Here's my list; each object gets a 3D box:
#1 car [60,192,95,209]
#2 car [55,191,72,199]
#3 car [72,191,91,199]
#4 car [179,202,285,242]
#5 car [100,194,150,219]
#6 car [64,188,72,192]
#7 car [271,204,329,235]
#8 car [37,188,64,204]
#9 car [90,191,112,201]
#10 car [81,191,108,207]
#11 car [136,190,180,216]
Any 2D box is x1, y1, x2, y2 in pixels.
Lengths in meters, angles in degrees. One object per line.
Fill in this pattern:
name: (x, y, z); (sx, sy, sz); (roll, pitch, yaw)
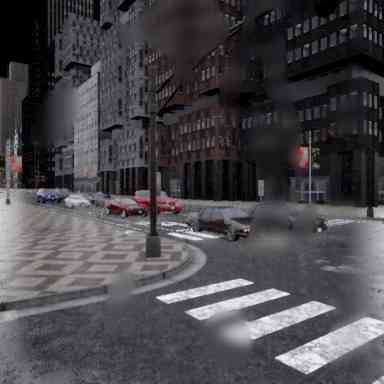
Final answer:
car: (-12.497, 1.035, 36.122); (1.812, 1.442, 4.674); (0, 1, -35)
car: (-25.132, 0.509, 64.948); (1.882, 1.535, 5.008); (0, 1, -36)
car: (-21.985, 0.531, 66.145); (2.128, 1.511, 4.902); (0, 1, -36)
car: (1.631, 1.404, 16.043); (2.033, 1.411, 5.357); (0, 1, -30)
car: (-5.199, 1.163, 26.096); (1.882, 1.535, 5.008); (0, 1, -36)
car: (-20.545, 0.447, 52.930); (2.150, 2.045, 5.566); (0, 1, -36)
car: (4.584, 1.400, 18.159); (2.033, 1.411, 5.357); (0, 1, -36)
car: (-20.316, 0.533, 47.004); (2.150, 2.045, 5.566); (0, 1, -36)
car: (-15.820, 0.683, 57.656); (1.882, 1.535, 5.008); (0, 1, -36)
car: (-11.172, 0.963, 39.868); (2.128, 1.511, 4.902); (0, 1, -36)
car: (-3.138, 0.891, 28.788); (2.150, 2.045, 5.566); (0, 1, -36)
